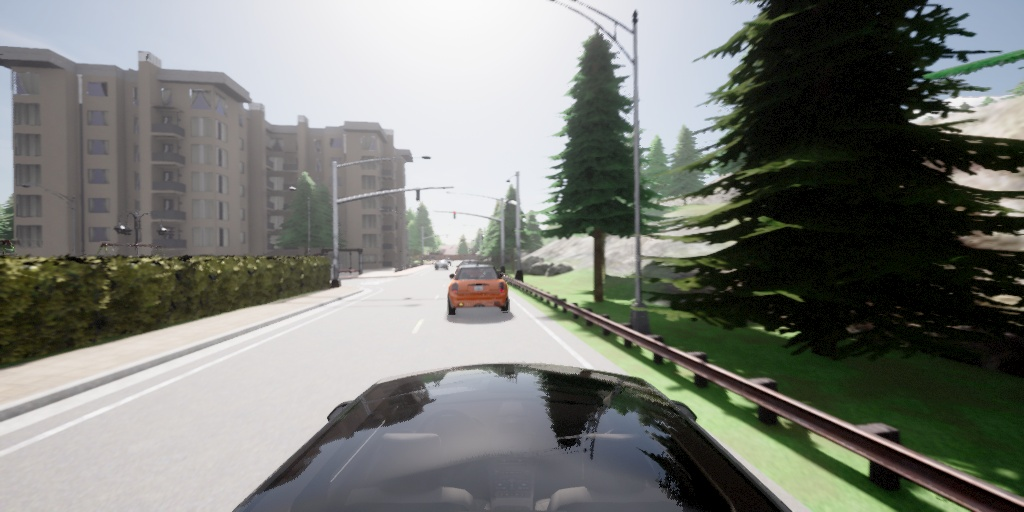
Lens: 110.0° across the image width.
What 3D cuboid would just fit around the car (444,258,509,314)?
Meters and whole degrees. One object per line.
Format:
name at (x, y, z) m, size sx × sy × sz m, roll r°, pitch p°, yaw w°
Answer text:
car at (-1.379, 1.099, 14.057) m, size 2.097 × 1.767 × 4.553 m, roll -1°, pitch 0°, yaw -7°

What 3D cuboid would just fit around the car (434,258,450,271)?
car at (-10.215, 1.292, 52.210) m, size 2.128 × 1.511 × 4.902 m, roll -1°, pitch 0°, yaw -7°
